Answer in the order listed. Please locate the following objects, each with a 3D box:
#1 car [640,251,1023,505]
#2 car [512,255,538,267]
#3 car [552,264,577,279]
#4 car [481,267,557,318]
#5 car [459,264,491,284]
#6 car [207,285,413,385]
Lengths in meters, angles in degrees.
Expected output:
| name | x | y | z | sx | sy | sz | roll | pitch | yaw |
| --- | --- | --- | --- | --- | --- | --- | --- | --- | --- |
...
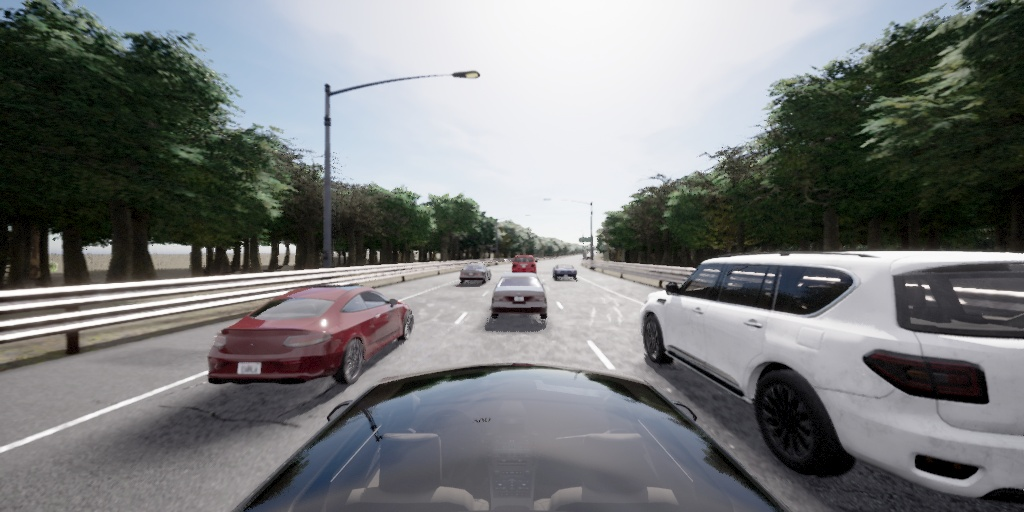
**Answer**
| name | x | y | z | sx | sy | sz | roll | pitch | yaw |
| --- | --- | --- | --- | --- | --- | --- | --- | --- | --- |
| car | 3.636 | 0.977 | 4.896 | 2.150 | 2.045 | 5.566 | 0 | 0 | 0 |
| car | 1.153 | 0.972 | 32.543 | 2.150 | 2.045 | 5.566 | 0 | 0 | 4 |
| car | 4.627 | 1.356 | 32.043 | 1.895 | 1.301 | 4.718 | 0 | 0 | 4 |
| car | 0.269 | 1.302 | 12.974 | 2.033 | 1.411 | 5.357 | 0 | 0 | 1 |
| car | -2.679 | 1.296 | 27.041 | 2.033 | 1.411 | 5.357 | 0 | 0 | 3 |
| car | -3.346 | 1.275 | 6.899 | 1.812 | 1.442 | 4.674 | 0 | 0 | 1 |
